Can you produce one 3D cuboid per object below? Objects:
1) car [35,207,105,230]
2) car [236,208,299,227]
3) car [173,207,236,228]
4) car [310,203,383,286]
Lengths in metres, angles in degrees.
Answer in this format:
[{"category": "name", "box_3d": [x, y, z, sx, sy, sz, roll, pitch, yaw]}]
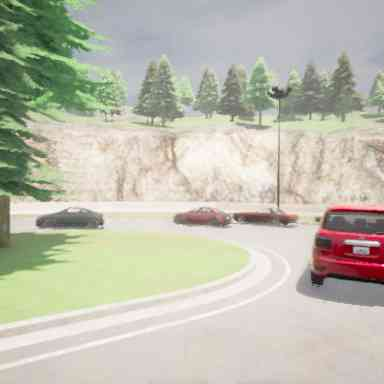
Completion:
[{"category": "car", "box_3d": [-7.779, 1.648, 21.377, 4.181, 1.385, 1.994, 1, -1, -13]}, {"category": "car", "box_3d": [5.522, 1.869, 25.436, 4.718, 1.301, 1.895, 0, -1, 39]}, {"category": "car", "box_3d": [0.712, 1.767, 24.173, 4.181, 1.385, 1.994, 0, -1, 27]}, {"category": "car", "box_3d": [4.666, 1.349, 9.414, 2.150, 2.045, 5.566, 2, 0, 25]}]
